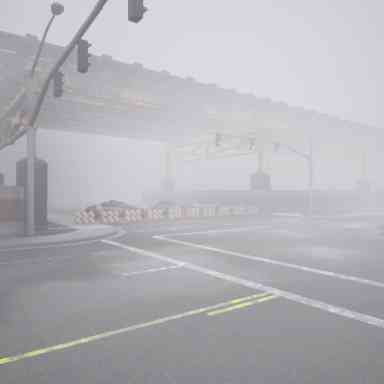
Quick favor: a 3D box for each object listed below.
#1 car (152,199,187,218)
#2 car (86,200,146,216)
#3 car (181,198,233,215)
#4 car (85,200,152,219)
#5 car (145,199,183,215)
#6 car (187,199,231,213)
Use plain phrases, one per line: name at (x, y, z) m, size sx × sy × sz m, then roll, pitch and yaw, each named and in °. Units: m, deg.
car at (-2.440, 1.453, 30.293) m, size 2.038 × 1.542 × 4.974 m, roll 0°, pitch 0°, yaw 18°
car at (-6.239, 1.295, 27.619) m, size 4.536 × 1.218 × 1.853 m, roll 0°, pitch 0°, yaw 8°
car at (1.475, 1.453, 34.049) m, size 4.974 × 1.542 × 2.038 m, roll 0°, pitch 0°, yaw -7°
car at (-6.188, 1.453, 27.612) m, size 4.974 × 1.542 × 2.038 m, roll 0°, pitch 0°, yaw 8°
car at (-2.424, 1.295, 30.343) m, size 1.853 × 1.218 × 4.536 m, roll 0°, pitch 0°, yaw 18°
car at (1.423, 1.295, 34.042) m, size 4.536 × 1.218 × 1.853 m, roll 0°, pitch 0°, yaw -7°
